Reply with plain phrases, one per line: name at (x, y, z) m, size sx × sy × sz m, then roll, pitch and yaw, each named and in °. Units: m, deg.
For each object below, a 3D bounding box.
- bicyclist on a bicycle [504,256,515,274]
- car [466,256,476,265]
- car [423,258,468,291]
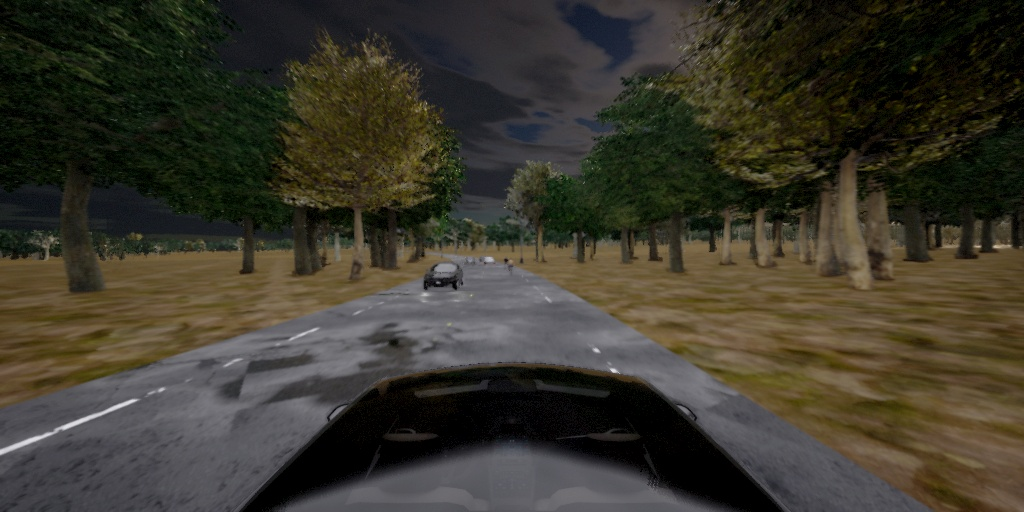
bicyclist on a bicycle at (-0.111, 0.968, 34.442) m, size 0.866 × 1.612 × 1.509 m, roll 0°, pitch 0°, yaw -3°
car at (-7.250, 0.769, 62.505) m, size 2.128 × 1.511 × 4.902 m, roll 0°, pitch 1°, yaw -6°
car at (-3.975, 1.120, 21.401) m, size 1.882 × 1.535 × 5.008 m, roll 0°, pitch 0°, yaw -2°
